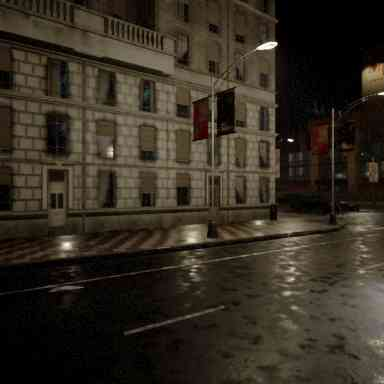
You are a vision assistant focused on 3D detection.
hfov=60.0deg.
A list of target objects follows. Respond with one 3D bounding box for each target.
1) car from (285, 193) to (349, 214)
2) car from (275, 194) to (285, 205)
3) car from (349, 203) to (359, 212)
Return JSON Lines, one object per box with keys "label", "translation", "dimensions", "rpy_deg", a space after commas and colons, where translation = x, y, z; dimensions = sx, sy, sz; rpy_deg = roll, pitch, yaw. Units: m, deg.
{"label": "car", "translation": [13.046, 1.221, 35.158], "dimensions": [2.150, 2.045, 5.566], "rpy_deg": [0, 0, -36]}
{"label": "car", "translation": [16.553, 1.221, 55.991], "dimensions": [2.150, 2.045, 5.566], "rpy_deg": [0, 0, -37]}
{"label": "car", "translation": [16.132, 1.564, 36.948], "dimensions": [1.994, 1.385, 4.181], "rpy_deg": [0, 0, -37]}
